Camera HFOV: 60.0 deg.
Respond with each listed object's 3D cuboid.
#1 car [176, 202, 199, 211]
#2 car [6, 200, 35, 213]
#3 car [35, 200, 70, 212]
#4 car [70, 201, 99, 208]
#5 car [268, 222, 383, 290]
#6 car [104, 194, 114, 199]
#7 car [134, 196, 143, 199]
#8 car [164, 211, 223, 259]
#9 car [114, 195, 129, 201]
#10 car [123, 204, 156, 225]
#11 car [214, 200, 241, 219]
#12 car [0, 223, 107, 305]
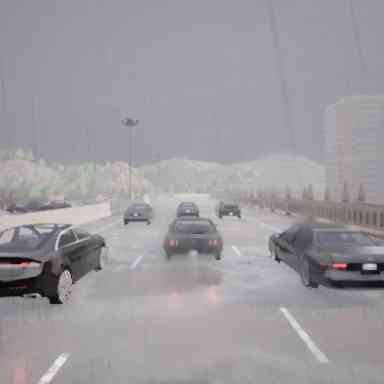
[{"bbox_3d":[-0.398,1.567,29.922,1.994,1.385,4.181,0,0,-2],"label":"car"},{"bbox_3d":[-18.284,1.552,36.697,2.033,1.411,5.357,0,0,-2],"label":"car"},{"bbox_3d":[-14.766,1.605,36.062,1.895,1.301,4.718,0,0,-2],"label":"car"},{"bbox_3d":[-11.267,1.605,36.162,1.895,1.301,4.718,0,0,-2],"label":"car"},{"bbox_3d":[3.551,1.549,9.179,2.033,1.411,5.357,0,0,0],"label":"car"},{"bbox_3d":[-19.383,1.249,78.305,1.837,1.490,4.892,0,0,-2],"label":"car"},{"bbox_3d":[-12.339,1.524,76.857,2.033,1.411,5.357,0,0,-2],"label":"car"},{"bbox_3d":[0.021,1.602,12.533,1.895,1.301,4.718,0,0,-1],"label":"car"},{"bbox_3d":[-15.837,1.510,76.757,2.128,1.511,4.902,0,0,-2],"label":"car"},{"bbox_3d":[-3.748,1.551,24.244,2.033,1.411,5.357,0,0,-1],"label":"car"},{"bbox_3d":[3.117,1.508,29.475,1.837,1.490,4.892,0,0,-2],"label":"car"},{"bbox_3d":[-3.450,1.494,8.074,2.128,1.511,4.902,0,0,0],"label":"car"}]
